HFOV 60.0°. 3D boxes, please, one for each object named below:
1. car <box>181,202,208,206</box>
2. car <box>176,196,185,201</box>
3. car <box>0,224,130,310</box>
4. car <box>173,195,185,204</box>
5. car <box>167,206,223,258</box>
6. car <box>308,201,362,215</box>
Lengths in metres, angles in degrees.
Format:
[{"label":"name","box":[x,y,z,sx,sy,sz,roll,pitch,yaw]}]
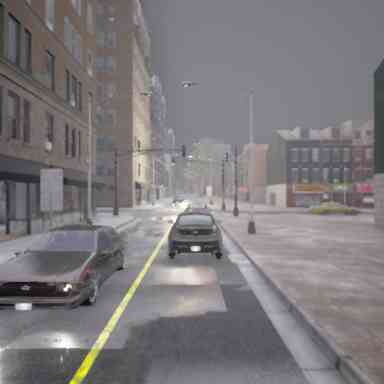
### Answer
[{"label":"car","box":[0.552,1.600,27.159,1.895,1.301,4.718,0,0,7]},{"label":"car","box":[-2.673,1.530,79.676,1.895,1.301,4.718,0,0,0]},{"label":"car","box":[-2.838,1.551,8.276,2.033,1.411,5.357,0,0,0]},{"label":"car","box":[-2.713,1.457,64.294,1.837,1.490,4.892,0,0,1]},{"label":"car","box":[0.112,1.511,12.810,1.837,1.490,4.892,0,0,0]},{"label":"car","box":[13.921,1.595,32.453,4.829,1.417,1.752,0,-1,0]}]
